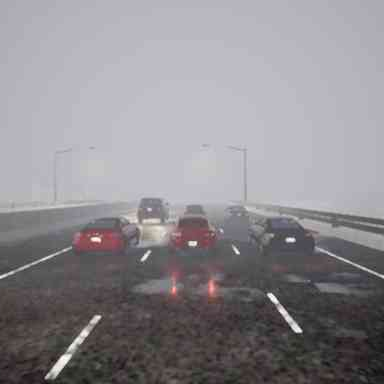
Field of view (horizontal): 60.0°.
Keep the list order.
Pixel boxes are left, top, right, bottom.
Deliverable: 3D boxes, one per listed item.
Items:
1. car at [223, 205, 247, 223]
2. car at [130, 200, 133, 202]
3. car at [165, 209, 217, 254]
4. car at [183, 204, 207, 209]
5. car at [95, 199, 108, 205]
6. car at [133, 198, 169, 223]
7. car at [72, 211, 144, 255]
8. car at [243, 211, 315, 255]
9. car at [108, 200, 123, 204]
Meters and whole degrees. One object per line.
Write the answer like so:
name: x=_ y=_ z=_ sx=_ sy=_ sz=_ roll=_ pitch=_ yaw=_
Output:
car: x=3.728 y=1.840 z=28.498 sx=2.033 sy=1.411 sz=5.357 roll=0 pitch=-1 yaw=1
car: x=-12.525 y=2.341 z=72.059 sx=2.033 sy=1.411 sz=5.357 roll=0 pitch=-1 yaw=2
car: x=0.057 y=1.664 z=14.038 sx=1.812 sy=1.442 sz=4.674 roll=0 pitch=0 yaw=1
car: x=0.236 y=1.804 z=28.861 sx=1.837 sy=1.490 sz=4.892 roll=0 pitch=0 yaw=1
car: x=-19.517 y=2.326 z=72.376 sx=2.128 sy=1.511 sz=4.902 roll=0 pitch=-1 yaw=2
car: x=-3.270 y=1.509 z=28.647 sx=2.150 sy=2.045 sz=5.566 roll=0 pitch=0 yaw=1
car: x=-3.444 y=1.702 z=13.992 sx=1.994 sy=1.385 sz=4.181 roll=0 pitch=-1 yaw=1
car: x=3.556 y=1.702 z=13.916 sx=1.994 sy=1.385 sz=4.181 roll=0 pitch=-1 yaw=1
car: x=-16.021 y=2.353 z=72.216 sx=1.994 sy=1.385 sz=4.181 roll=0 pitch=-1 yaw=2
